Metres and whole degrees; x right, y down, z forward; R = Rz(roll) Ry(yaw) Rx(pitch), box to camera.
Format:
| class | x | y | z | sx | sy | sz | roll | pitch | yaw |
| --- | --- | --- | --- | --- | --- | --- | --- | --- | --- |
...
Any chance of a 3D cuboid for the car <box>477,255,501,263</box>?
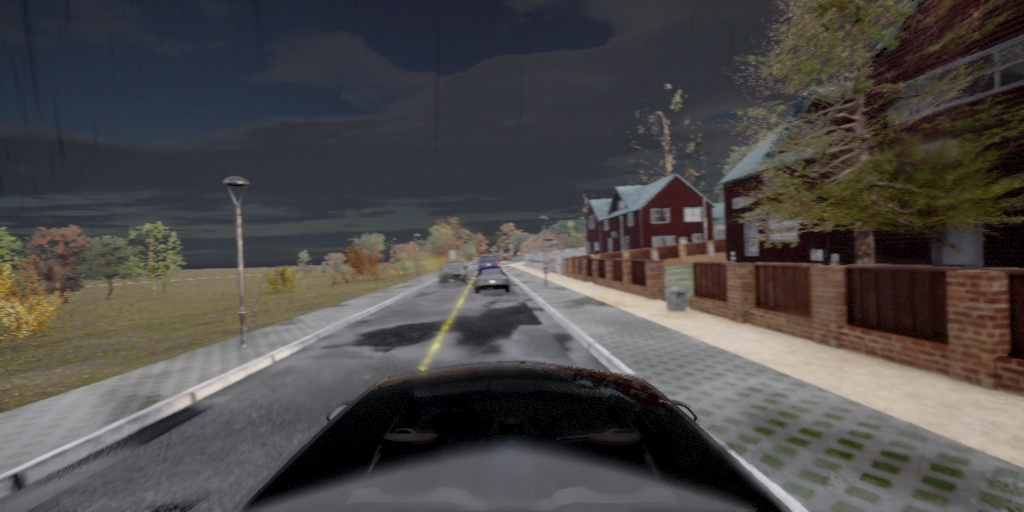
| class | x | y | z | sx | sy | sz | roll | pitch | yaw |
| --- | --- | --- | --- | --- | --- | --- | --- | --- | --- |
| car | -2.280 | 0.961 | 36.219 | 2.150 | 2.045 | 5.566 | -2 | 0 | -3 |

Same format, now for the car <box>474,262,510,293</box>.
| class | x | y | z | sx | sy | sz | roll | pitch | yaw |
| --- | --- | --- | --- | --- | --- | --- | --- | --- | --- |
| car | -1.174 | 1.300 | 20.787 | 1.994 | 1.385 | 4.181 | -2 | 0 | -4 |

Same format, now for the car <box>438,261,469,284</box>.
| class | x | y | z | sx | sy | sz | roll | pitch | yaw |
| --- | --- | --- | --- | --- | --- | --- | --- | --- | --- |
| car | -4.530 | 1.209 | 28.318 | 2.097 | 1.767 | 4.553 | -2 | 0 | -4 |
